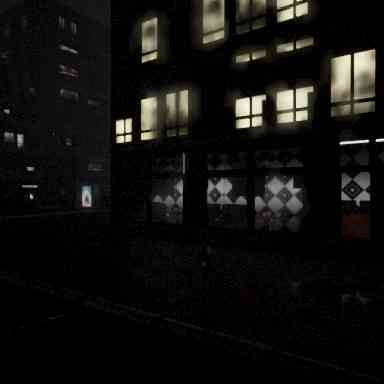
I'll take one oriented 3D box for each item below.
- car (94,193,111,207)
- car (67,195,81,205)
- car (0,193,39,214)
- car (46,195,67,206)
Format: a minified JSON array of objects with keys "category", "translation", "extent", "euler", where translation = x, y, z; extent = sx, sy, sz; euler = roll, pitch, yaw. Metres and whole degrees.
[{"category":"car","translation":[-9.754,1.072,38.170],"extent":[1.947,1.339,4.313],"euler":[1,2,35]},{"category":"car","translation":[-13.176,0.944,43.392],"extent":[2.128,1.511,4.902],"euler":[0,1,35]},{"category":"car","translation":[-16.106,1.029,29.069],"extent":[2.192,1.841,5.009],"euler":[1,2,35]},{"category":"car","translation":[-16.660,1.074,42.917],"extent":[1.802,1.307,4.206],"euler":[1,2,35]}]
